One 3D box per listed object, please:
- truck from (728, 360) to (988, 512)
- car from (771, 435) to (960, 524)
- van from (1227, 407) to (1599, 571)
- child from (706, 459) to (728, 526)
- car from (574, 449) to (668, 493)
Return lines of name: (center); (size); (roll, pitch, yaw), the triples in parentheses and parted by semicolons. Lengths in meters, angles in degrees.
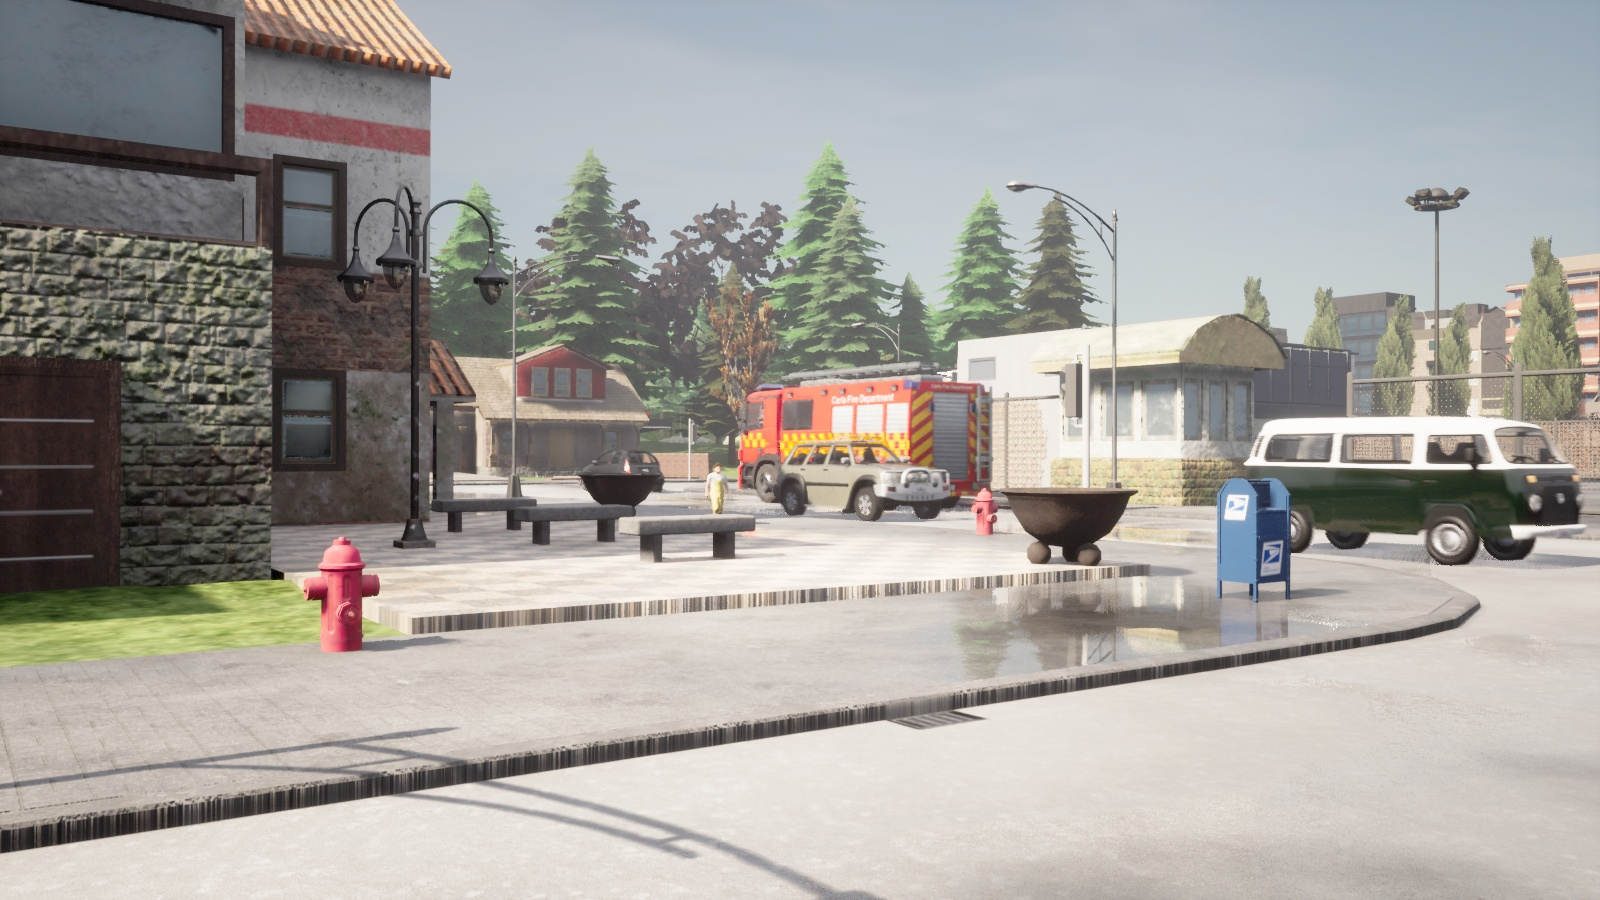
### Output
truck: (1.388, -0.335, 35.821); (2.891, 3.827, 8.468); (0, 0, -34)
car: (1.394, 0.629, 28.731); (1.932, 1.855, 4.605); (0, 0, -34)
van: (8.693, 0.494, 18.059); (2.069, 2.038, 4.480); (0, 0, -34)
child: (-1.574, 0.796, 23.833); (0.270, 1.263, 0.437); (0, 0, -24)
car: (-6.850, 0.774, 47.723); (1.851, 1.617, 3.988); (0, 0, -36)
